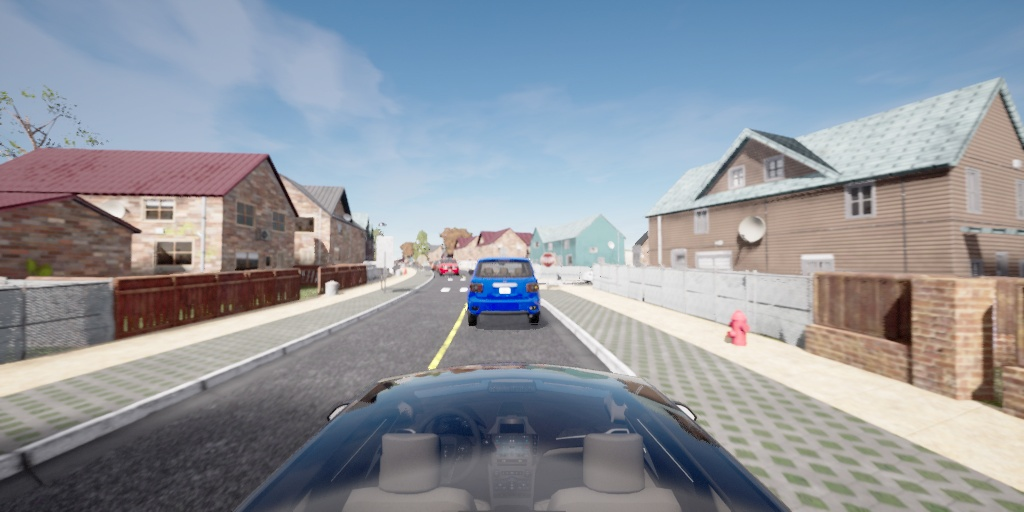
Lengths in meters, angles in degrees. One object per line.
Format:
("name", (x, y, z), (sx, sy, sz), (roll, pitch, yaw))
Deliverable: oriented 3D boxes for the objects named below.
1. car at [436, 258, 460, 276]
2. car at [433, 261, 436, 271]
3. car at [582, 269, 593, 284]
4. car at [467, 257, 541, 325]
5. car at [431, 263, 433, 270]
("car", (-7.459, 1.272, 42.347), (2.150, 2.045, 5.566), (0, -1, -13))
("car", (-9.829, 1.484, 51.988), (2.097, 1.767, 4.553), (0, -1, -15))
("car", (8.038, 1.674, 29.888), (4.674, 1.442, 1.812), (1, -2, -23))
("car", (-0.338, 1.051, 12.364), (2.150, 2.045, 5.566), (0, 0, -3))
("car", (-12.638, 1.570, 61.676), (2.097, 1.767, 4.553), (0, -1, -18))
